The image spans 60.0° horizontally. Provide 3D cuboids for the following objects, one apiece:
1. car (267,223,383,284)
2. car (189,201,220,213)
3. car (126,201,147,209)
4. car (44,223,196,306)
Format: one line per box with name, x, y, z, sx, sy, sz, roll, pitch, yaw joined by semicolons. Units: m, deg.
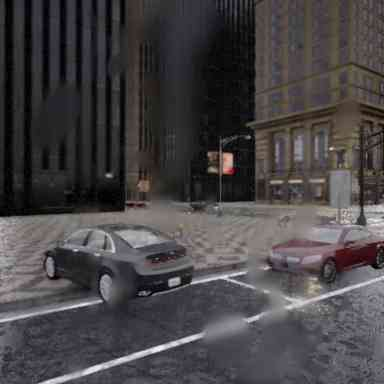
car;3.998;1.567;9.495;4.206;1.307;1.802;0;0;-35
car;1.536;1.807;41.105;2.128;1.511;4.902;0;-1;-35
car;-9.509;2.167;56.846;1.895;1.301;4.718;0;-1;-35
car;-1.835;1.384;7.470;2.008;1.369;4.403;-1;0;-45
